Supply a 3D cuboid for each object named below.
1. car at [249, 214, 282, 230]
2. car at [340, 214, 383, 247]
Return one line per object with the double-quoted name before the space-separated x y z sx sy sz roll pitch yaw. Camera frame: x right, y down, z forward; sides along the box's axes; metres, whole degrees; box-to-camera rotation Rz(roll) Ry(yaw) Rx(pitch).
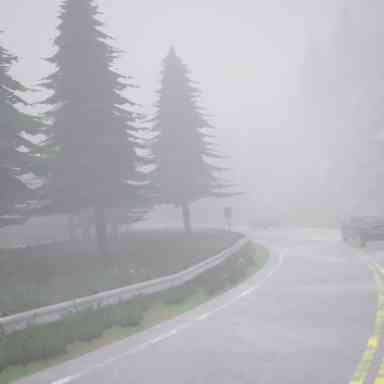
"car" 7.522 3.107 34.673 2.128 1.511 4.902 -5 -4 -13
"car" 9.210 1.908 17.425 1.837 1.490 4.892 -5 -3 10
